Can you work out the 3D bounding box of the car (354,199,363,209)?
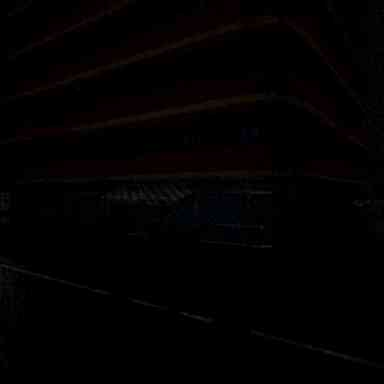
[{"bbox_3d":[19.285,1.455,42.279,1.812,1.442,4.674,0,0,-28],"label":"car"}]
